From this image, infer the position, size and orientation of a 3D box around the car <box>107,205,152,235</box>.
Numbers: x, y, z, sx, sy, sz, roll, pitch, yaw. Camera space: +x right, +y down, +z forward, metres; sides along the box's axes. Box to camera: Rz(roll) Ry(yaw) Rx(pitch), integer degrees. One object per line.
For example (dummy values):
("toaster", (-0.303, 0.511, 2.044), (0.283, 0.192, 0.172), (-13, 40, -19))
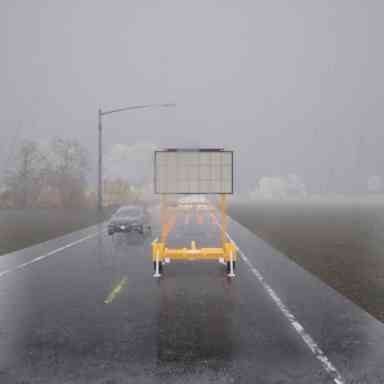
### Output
("car", (-3.406, 1.514, 18.847), (1.837, 1.490, 4.892), (0, 0, 0))

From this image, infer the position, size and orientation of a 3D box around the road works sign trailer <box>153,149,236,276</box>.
("road works sign trailer", (0.057, 0.469, 10.302), (2.380, 3.560, 2.880), (0, 0, -1))

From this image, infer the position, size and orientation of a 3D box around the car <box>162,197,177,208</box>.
("car", (-3.134, 1.505, 47.594), (1.882, 1.535, 5.008), (0, 0, 1))
